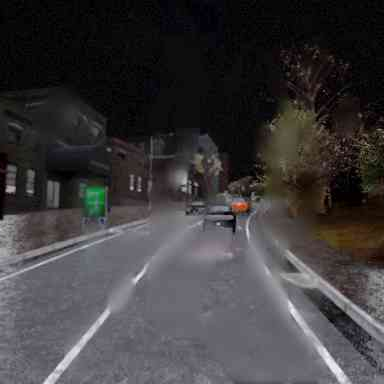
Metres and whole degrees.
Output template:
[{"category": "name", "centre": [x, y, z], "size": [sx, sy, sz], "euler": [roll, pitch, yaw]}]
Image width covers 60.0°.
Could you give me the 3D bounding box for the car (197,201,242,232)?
[{"category": "car", "centre": [1.803, 1.520, 20.420], "size": [2.128, 1.511, 4.902], "euler": [-1, 0, 8]}]

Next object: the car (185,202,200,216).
[{"category": "car", "centre": [0.672, 1.671, 33.686], "size": [1.994, 1.385, 4.181], "euler": [-1, 0, 14]}]

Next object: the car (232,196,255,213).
[{"category": "car", "centre": [5.578, 1.376, 37.782], "size": [2.097, 1.767, 4.553], "euler": [-1, 0, 16]}]

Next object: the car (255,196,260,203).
[{"category": "car", "centre": [13.715, 1.551, 73.064], "size": [2.128, 1.511, 4.902], "euler": [-2, 0, 19]}]
